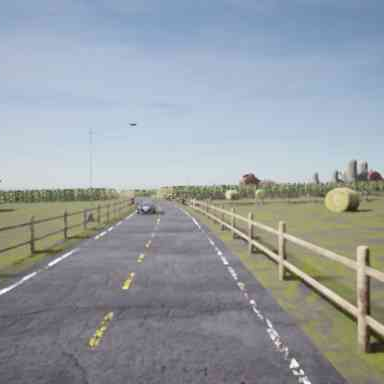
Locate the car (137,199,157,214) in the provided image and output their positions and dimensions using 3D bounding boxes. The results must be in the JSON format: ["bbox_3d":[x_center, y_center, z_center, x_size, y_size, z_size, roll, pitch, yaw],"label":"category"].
[{"bbox_3d":[-4.739,1.489,35.157,2.128,1.511,4.902,-1,0,-5],"label":"car"}]
